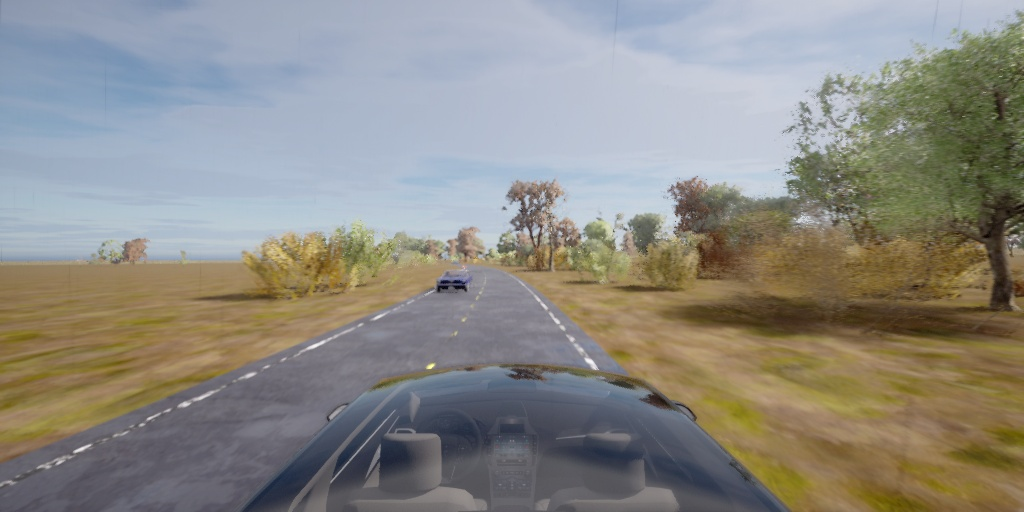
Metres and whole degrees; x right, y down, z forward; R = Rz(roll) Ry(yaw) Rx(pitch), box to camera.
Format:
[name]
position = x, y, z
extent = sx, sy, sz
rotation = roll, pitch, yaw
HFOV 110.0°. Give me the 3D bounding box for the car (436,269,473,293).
[car]
position = -3.523, 1.525, 22.507
extent = 1.895, 1.301, 4.718
rotation = 0, 0, -2
